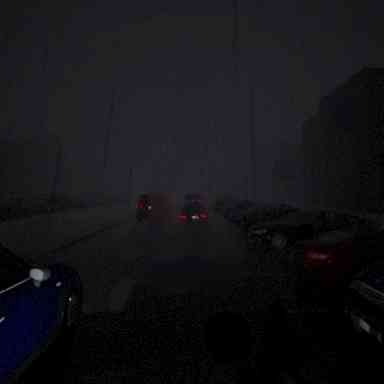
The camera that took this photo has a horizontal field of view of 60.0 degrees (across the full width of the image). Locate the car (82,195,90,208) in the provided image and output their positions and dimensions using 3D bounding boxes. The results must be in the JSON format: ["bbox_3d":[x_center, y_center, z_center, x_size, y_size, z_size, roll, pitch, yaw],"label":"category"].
[{"bbox_3d":[-15.721,1.469,41.414,4.792,1.488,2.163,0,0,0],"label":"car"}]

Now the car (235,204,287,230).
[{"bbox_3d":[4.744,1.469,16.040,4.792,1.488,2.163,0,0,0],"label":"car"}]

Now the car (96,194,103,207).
[{"bbox_3d":[-15.696,1.450,46.929,5.008,1.535,2.097,0,0,0],"label":"car"}]

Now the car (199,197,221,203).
[{"bbox_3d":[4.552,2.019,85.369,5.366,1.575,1.946,0,-1,0],"label":"car"}]

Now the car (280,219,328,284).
[{"bbox_3d":[4.710,1.496,7.704,4.674,1.452,2.002,0,0,0],"label":"car"}]

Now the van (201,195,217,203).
[{"bbox_3d":[4.863,1.951,93.708,4.442,1.987,1.878,0,-1,0],"label":"van"}]

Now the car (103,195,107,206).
[{"bbox_3d":[-15.703,1.500,49.684,4.674,1.452,2.002,0,0,0],"label":"car"}]

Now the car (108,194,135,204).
[{"bbox_3d":[-15.717,1.552,74.485,5.566,2.045,2.435,0,-1,0],"label":"car"}]

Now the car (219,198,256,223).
[{"bbox_3d":[4.712,1.431,24.252,5.008,1.535,2.097,0,0,0],"label":"car"}]

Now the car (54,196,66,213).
[{"bbox_3d":[-15.650,1.456,33.141,4.792,1.488,2.163,0,0,0],"label":"car"}]

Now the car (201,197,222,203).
[{"bbox_3d":[4.730,1.911,79.935,5.008,1.535,2.097,0,-1,0],"label":"car"}]

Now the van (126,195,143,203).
[{"bbox_3d":[-15.655,1.903,91.030,4.442,1.987,1.878,0,-1,0],"label":"van"}]

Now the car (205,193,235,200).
[{"bbox_3d":[4.694,1.326,49.386,4.553,1.767,2.185,0,0,0],"label":"car"}]

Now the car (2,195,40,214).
[{"bbox_3d":[-15.639,1.297,27.628,4.553,1.767,2.185,0,0,0],"label":"car"}]

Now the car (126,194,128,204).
[{"bbox_3d":[-15.761,1.669,66.211,4.792,1.488,2.163,0,-1,0],"label":"car"}]

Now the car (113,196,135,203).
[{"bbox_3d":[-15.718,1.734,77.239,4.553,1.767,2.185,0,-1,0],"label":"car"}]

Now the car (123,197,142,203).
[{"bbox_3d":[-15.764,2.118,88.266,4.674,1.452,2.002,0,-1,0],"label":"car"}]

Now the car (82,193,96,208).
[{"bbox_3d":[-15.728,1.319,44.172,4.553,1.767,2.185,0,0,0],"label":"car"}]

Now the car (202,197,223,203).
[{"bbox_3d":[4.764,1.883,77.155,4.792,1.488,2.163,0,-1,0],"label":"car"}]

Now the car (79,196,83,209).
[{"bbox_3d":[-15.685,1.474,38.657,4.674,1.452,2.002,0,0,0],"label":"car"}]

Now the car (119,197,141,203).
[{"bbox_3d":[-15.948,2.023,85.511,5.366,1.575,1.946,0,-1,0],"label":"car"}]

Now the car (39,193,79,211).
[{"bbox_3d":[-15.712,1.179,35.900,5.566,2.045,2.435,0,0,0],"label":"car"}]

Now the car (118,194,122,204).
[{"bbox_3d":[-15.690,1.267,57.953,5.566,2.045,2.435,0,-1,0],"label":"car"}]

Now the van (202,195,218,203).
[{"bbox_3d":[4.857,1.903,91.055,4.442,1.987,1.878,0,-1,0],"label":"van"}]

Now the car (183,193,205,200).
[{"bbox_3d":[0.112,1.179,40.604,2.150,2.045,5.566,0,0,0],"label":"car"}]

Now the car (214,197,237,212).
[{"bbox_3d":[4.713,1.431,29.934,4.892,1.521,2.231,0,0,0],"label":"car"}]

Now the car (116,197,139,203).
[{"bbox_3d":[-15.944,1.969,82.751,5.366,1.575,1.946,0,-1,0],"label":"car"}]

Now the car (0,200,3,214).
[{"bbox_3d":[-15.659,1.465,22.078,4.674,1.452,2.002,0,0,0],"label":"car"}]

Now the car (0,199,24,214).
[{"bbox_3d":[-15.695,1.452,24.872,4.792,1.488,2.163,0,0,0],"label":"car"}]

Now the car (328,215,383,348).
[{"bbox_3d":[4.744,1.339,4.833,4.553,1.767,2.185,0,0,0],"label":"car"}]

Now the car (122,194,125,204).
[{"bbox_3d":[-15.695,1.302,60.706,5.566,2.045,2.435,0,-1,0],"label":"car"}]

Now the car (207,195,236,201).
[{"bbox_3d":[4.908,1.434,40.926,5.366,1.575,1.946,0,0,0],"label":"car"}]

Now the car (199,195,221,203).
[{"bbox_3d":[4.708,1.823,88.157,5.566,2.045,2.435,0,-1,0],"label":"car"}]

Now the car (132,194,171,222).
[{"bbox_3d":[-2.892,1.171,25.765,2.150,2.045,5.566,0,0,0],"label":"car"}]

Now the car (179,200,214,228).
[{"bbox_3d":[0.107,1.500,21.605,2.033,1.411,5.357,0,0,0],"label":"car"}]

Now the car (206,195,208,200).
[{"bbox_3d":[4.730,1.442,43.705,4.892,1.521,2.231,0,0,0],"label":"car"}]

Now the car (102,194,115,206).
[{"bbox_3d":[-15.524,1.469,52.442,5.366,1.575,1.946,0,0,0],"label":"car"}]

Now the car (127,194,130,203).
[{"bbox_3d":[-15.767,1.565,68.971,4.553,1.767,2.185,0,-1,0],"label":"car"}]

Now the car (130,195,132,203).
[{"bbox_3d":[-15.769,1.495,71.728,5.566,2.045,2.435,0,-1,0],"label":"car"}]

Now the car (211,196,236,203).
[{"bbox_3d":[4.726,1.430,32.714,5.008,1.535,2.097,0,0,0],"label":"car"}]

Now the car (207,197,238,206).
[{"bbox_3d":[4.725,1.503,52.163,4.674,1.452,2.002,0,0,0],"label":"car"}]

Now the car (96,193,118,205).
[{"bbox_3d":[-15.686,1.243,55.196,5.566,2.045,2.435,0,-1,0],"label":"car"}]

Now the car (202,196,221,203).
[{"bbox_3d":[4.767,1.842,82.715,4.553,1.767,2.185,0,-1,0],"label":"car"}]

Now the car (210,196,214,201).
[{"bbox_3d":[4.692,1.462,35.493,4.792,1.488,2.163,0,0,0],"label":"car"}]

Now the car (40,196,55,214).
[{"bbox_3d":[-15.669,1.424,30.386,5.008,1.535,2.097,0,0,0],"label":"car"}]

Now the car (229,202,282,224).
[{"bbox_3d":[4.713,1.476,18.819,4.674,1.452,2.002,0,0,0],"label":"car"}]

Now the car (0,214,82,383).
[{"bbox_3d":[-2.898,1.339,3.783,2.097,1.767,4.553,0,0,0],"label":"car"}]

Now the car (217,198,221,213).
[{"bbox_3d":[4.748,1.459,27.156,4.792,1.488,2.163,0,0,0],"label":"car"}]

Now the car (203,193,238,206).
[{"bbox_3d":[4.699,1.230,54.940,5.566,2.045,2.435,0,-1,0],"label":"car"}]

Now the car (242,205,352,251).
[{"bbox_3d":[4.721,1.445,13.260,4.892,1.521,2.231,0,0,0],"label":"car"}]

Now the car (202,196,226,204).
[{"bbox_3d":[4.738,1.734,71.474,5.008,1.535,2.097,0,-1,0],"label":"car"}]
